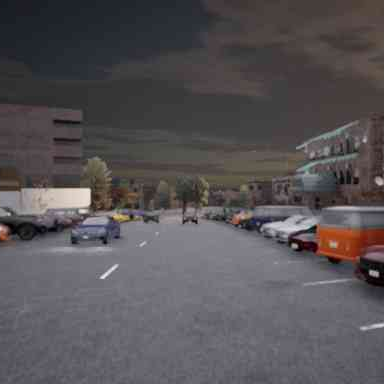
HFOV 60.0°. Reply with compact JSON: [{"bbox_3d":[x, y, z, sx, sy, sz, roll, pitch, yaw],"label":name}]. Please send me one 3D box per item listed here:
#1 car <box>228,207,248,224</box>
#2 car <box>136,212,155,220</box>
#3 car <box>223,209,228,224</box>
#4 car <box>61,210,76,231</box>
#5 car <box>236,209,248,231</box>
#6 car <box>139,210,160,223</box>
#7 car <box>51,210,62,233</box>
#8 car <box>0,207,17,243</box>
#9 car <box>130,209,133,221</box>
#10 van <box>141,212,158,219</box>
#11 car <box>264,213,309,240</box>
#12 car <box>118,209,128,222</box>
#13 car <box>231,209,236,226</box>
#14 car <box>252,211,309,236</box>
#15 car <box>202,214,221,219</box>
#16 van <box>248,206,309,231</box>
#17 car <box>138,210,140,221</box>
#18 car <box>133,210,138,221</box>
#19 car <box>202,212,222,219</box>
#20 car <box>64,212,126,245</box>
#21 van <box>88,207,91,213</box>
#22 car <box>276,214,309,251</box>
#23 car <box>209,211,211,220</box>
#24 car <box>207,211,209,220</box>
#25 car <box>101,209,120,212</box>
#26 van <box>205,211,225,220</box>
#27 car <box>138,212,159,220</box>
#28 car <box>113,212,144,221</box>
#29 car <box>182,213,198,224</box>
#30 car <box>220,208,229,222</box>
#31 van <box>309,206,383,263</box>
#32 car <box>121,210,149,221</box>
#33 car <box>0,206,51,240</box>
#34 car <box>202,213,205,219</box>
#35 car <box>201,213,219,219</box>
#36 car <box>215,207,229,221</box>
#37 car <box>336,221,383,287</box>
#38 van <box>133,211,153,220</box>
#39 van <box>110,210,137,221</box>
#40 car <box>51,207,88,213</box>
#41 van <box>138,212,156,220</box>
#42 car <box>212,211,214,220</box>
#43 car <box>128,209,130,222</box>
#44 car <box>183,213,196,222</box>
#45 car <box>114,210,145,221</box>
[{"bbox_3d":[6.234,2.495,31.740,4.553,1.767,2.185,2,-3,-20],"label":"car"},{"bbox_3d":[-11.989,6.164,85.195,4.553,1.767,2.185,1,-4,-20],"label":"car"},{"bbox_3d":[6.229,2.782,34.668,4.892,1.521,2.231,2,-4,-20],"label":"car"},{"bbox_3d":[-11.492,2.367,25.343,4.674,1.452,2.002,0,-3,-20],"label":"car"},{"bbox_3d":[6.319,2.322,25.880,5.008,1.535,2.097,2,-3,-20],"label":"car"},{"bbox_3d":[-5.300,3.441,44.465,2.033,1.411,5.357,0,-4,0],"label":"car"},{"bbox_3d":[-11.503,2.212,22.342,4.792,1.488,2.163,0,-3,-20],"label":"car"},{"bbox_3d":[-11.473,1.788,16.372,4.553,1.767,2.185,0,-3,-20],"label":"car"},{"bbox_3d":[-11.931,3.700,49.179,5.366,1.575,1.946,1,-4,-21],"label":"car"},{"bbox_3d":[-12.054,6.716,94.129,4.442,1.987,1.878,1,-4,-19],"label":"van"},{"bbox_3d":[6.374,1.957,17.079,4.674,1.452,2.002,2,-2,-20],"label":"car"},{"bbox_3d":[-11.505,3.321,43.339,5.366,1.575,1.946,0,-4,-21],"label":"car"},{"bbox_3d":[6.262,2.498,28.792,4.792,1.488,2.163,2,-3,-20],"label":"car"},{"bbox_3d":[6.357,2.087,20.015,4.674,1.452,2.002,2,-3,-20],"label":"car"},{"bbox_3d":[5.270,6.630,90.339,4.792,1.488,2.163,2,-5,-21],"label":"car"},{"bbox_3d":[6.445,1.960,23.001,4.442,1.987,1.878,2,-3,-20],"label":"van"},{"bbox_3d":[-11.671,4.111,55.282,5.366,1.575,1.946,1,-4,-21],"label":"car"},{"bbox_3d":[-11.827,3.654,52.235,5.566,2.045,2.435,1,-4,-21],"label":"car"},{"bbox_3d":[5.289,6.260,87.389,4.553,1.767,2.185,2,-5,-21],"label":"car"},{"bbox_3d":[-5.157,2.031,18.443,1.812,1.442,4.674,0,-3,0],"label":"car"},{"bbox_3d":[-11.442,2.409,31.382,4.442,1.987,1.878,0,-3,-20],"label":"van"},{"bbox_3d":[6.357,1.825,14.148,4.792,1.488,2.163,2,-2,-20],"label":"car"},{"bbox_3d":[5.894,4.138,58.093,4.553,1.767,2.185,2,-5,-21],"label":"car"},{"bbox_3d":[5.867,4.473,61.018,5.008,1.535,2.097,2,-5,-21],"label":"car"},{"bbox_3d":[-11.613,3.172,40.299,4.792,1.488,2.163,0,-4,-21],"label":"car"},{"bbox_3d":[5.571,5.739,81.571,4.442,1.987,1.878,2,-5,-21],"label":"van"},{"bbox_3d":[-11.945,6.475,91.196,5.566,2.045,2.435,1,-5,-19],"label":"car"},{"bbox_3d":[-11.771,4.540,61.258,5.366,1.575,1.946,1,-5,-21],"label":"car"},{"bbox_3d":[-0.253,3.285,41.120,1.895,1.301,4.718,0,-3,-1],"label":"car"},{"bbox_3d":[6.199,2.945,37.601,4.892,1.521,2.231,2,-4,-21],"label":"car"},{"bbox_3d":[6.509,1.470,11.279,4.442,1.987,1.878,2,-2,-20],"label":"van"},{"bbox_3d":[-12.083,4.945,70.186,5.566,2.045,2.435,1,-4,-20],"label":"car"},{"bbox_3d":[-11.439,1.795,19.395,5.566,2.045,2.435,0,-3,-20],"label":"car"},{"bbox_3d":[5.597,5.535,75.655,5.008,1.535,2.097,2,-4,-21],"label":"car"},{"bbox_3d":[5.141,6.686,93.272,4.553,1.767,2.185,2,-5,-21],"label":"car"},{"bbox_3d":[6.201,2.867,40.557,5.566,2.045,2.435,2,-4,-20],"label":"car"},{"bbox_3d":[6.413,1.609,8.302,5.008,1.535,2.097,1,-2,-20],"label":"car"},{"bbox_3d":[-12.151,5.844,82.155,4.442,1.987,1.878,1,-4,-20],"label":"van"},{"bbox_3d":[-12.005,4.098,58.174,4.442,1.987,1.878,1,-4,-21],"label":"van"},{"bbox_3d":[-11.492,2.352,28.348,4.553,1.767,2.185,0,-3,-20],"label":"car"},{"bbox_3d":[-11.887,6.283,88.232,4.442,1.987,1.878,1,-5,-19],"label":"van"},{"bbox_3d":[6.051,3.662,49.309,5.008,1.535,2.097,2,-4,-21],"label":"car"},{"bbox_3d":[-11.888,3.507,46.194,5.366,1.575,1.946,1,-4,-21],"label":"car"},{"bbox_3d":[-0.386,3.924,51.186,1.895,1.301,4.718,0,-4,-1],"label":"car"},{"bbox_3d":[-12.022,4.508,64.184,5.566,2.045,2.435,1,-4,-21],"label":"car"}]
